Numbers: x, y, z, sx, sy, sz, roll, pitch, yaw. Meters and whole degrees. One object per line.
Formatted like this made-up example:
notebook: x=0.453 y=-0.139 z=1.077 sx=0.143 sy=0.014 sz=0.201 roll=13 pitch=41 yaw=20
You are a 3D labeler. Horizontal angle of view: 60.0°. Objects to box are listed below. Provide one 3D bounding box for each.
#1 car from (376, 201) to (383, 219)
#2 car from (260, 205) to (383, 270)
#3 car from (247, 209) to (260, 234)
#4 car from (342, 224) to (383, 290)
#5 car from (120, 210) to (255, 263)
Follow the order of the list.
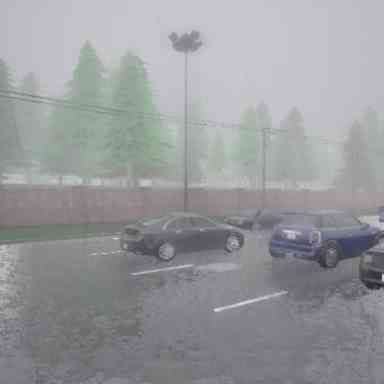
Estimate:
car: x=18.842 y=1.597 z=30.129 sx=5.008 sy=1.535 sz=1.882 roll=0 pitch=0 yaw=-36
car: x=4.792 y=1.392 z=11.478 sx=4.553 sy=1.767 sz=2.097 roll=0 pitch=0 yaw=-36
car: x=4.103 y=1.659 z=19.588 sx=4.718 sy=1.301 sz=1.895 roll=0 pitch=0 yaw=-36
car: x=5.765 y=1.559 z=7.886 sx=4.674 sy=1.442 sz=1.812 roll=0 pitch=0 yaw=-36
car: x=-0.188 y=1.534 z=12.218 sx=4.892 sy=1.490 sz=1.837 roll=0 pitch=0 yaw=-36
